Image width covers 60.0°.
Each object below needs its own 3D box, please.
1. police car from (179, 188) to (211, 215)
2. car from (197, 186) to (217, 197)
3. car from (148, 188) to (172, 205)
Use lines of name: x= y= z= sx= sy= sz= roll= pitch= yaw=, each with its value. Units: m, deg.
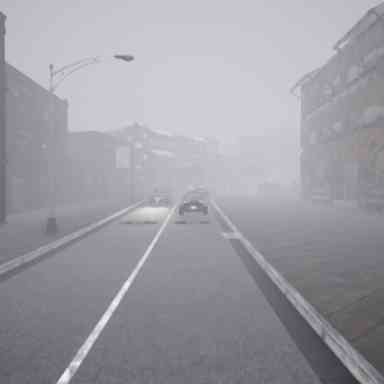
police car: x=0.093 y=0.742 z=24.423 sx=2.038 sy=1.542 sz=4.974 roll=0 pitch=3 yaw=0
car: x=1.737 y=-0.072 z=42.352 sx=2.163 sy=1.488 sz=4.792 roll=0 pitch=1 yaw=19
car: x=-2.960 y=0.381 z=31.729 sx=2.128 sy=1.511 sz=4.902 roll=0 pitch=3 yaw=2
